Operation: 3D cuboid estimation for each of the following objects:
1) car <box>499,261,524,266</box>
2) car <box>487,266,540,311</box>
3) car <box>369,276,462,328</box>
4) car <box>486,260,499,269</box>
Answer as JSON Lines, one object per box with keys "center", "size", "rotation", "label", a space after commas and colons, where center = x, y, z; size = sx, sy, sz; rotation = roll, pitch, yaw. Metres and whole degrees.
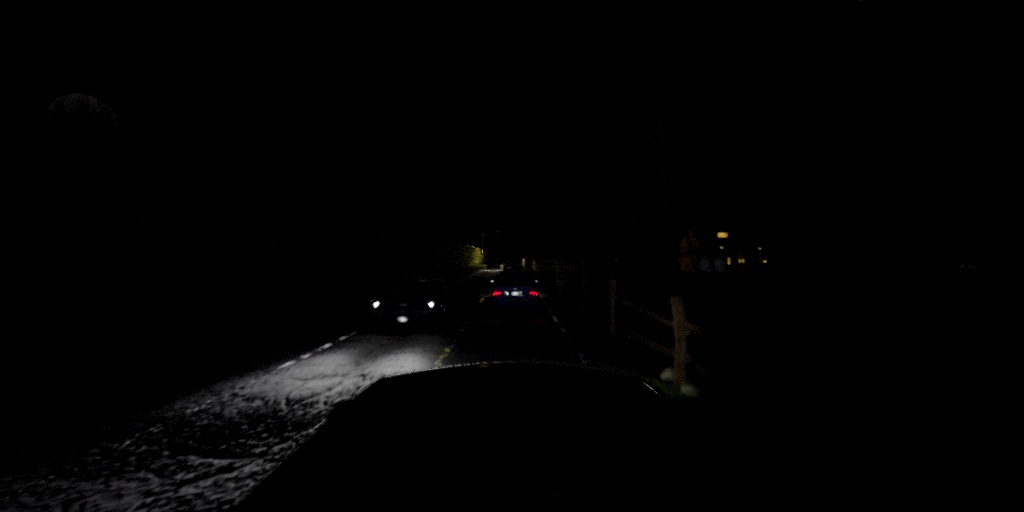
{"center": [0.112, 1.270, 34.838], "size": [2.128, 1.511, 4.902], "rotation": [0, 0, 0], "label": "car"}
{"center": [0.099, 1.307, 14.462], "size": [2.033, 1.411, 5.357], "rotation": [0, 0, 0], "label": "car"}
{"center": [-2.848, 1.358, 11.585], "size": [1.895, 1.301, 4.718], "rotation": [0, 0, 0], "label": "car"}
{"center": [-2.792, 1.309, 54.032], "size": [1.837, 1.490, 4.892], "rotation": [0, 0, 0], "label": "car"}
